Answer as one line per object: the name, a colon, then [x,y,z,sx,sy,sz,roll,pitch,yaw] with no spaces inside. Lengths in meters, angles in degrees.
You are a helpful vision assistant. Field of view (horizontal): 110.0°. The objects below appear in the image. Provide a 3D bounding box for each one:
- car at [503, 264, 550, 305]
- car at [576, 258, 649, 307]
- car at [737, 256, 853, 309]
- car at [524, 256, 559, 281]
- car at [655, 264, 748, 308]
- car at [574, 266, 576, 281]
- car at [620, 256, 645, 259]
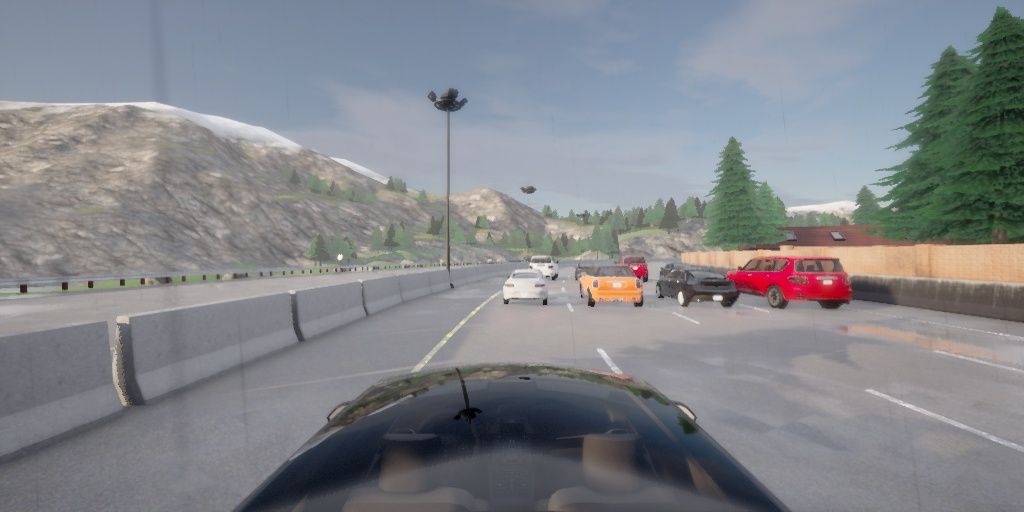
car: [0.679,1.283,15.987,1.812,1.442,4.674,0,0,5]
car: [4.161,1.116,15.630,2.097,1.767,4.553,0,0,5]
car: [11.136,1.008,15.036,2.150,2.045,5.566,0,0,5]
car: [2.714,1.008,30.377,2.150,2.045,5.566,0,0,11]
car: [7.648,1.267,15.333,1.837,1.490,4.892,0,0,5]
car: [6.148,1.246,29.696,2.128,1.511,4.902,0,0,11]
car: [9.592,1.008,29.074,2.150,2.045,5.566,0,0,11]
